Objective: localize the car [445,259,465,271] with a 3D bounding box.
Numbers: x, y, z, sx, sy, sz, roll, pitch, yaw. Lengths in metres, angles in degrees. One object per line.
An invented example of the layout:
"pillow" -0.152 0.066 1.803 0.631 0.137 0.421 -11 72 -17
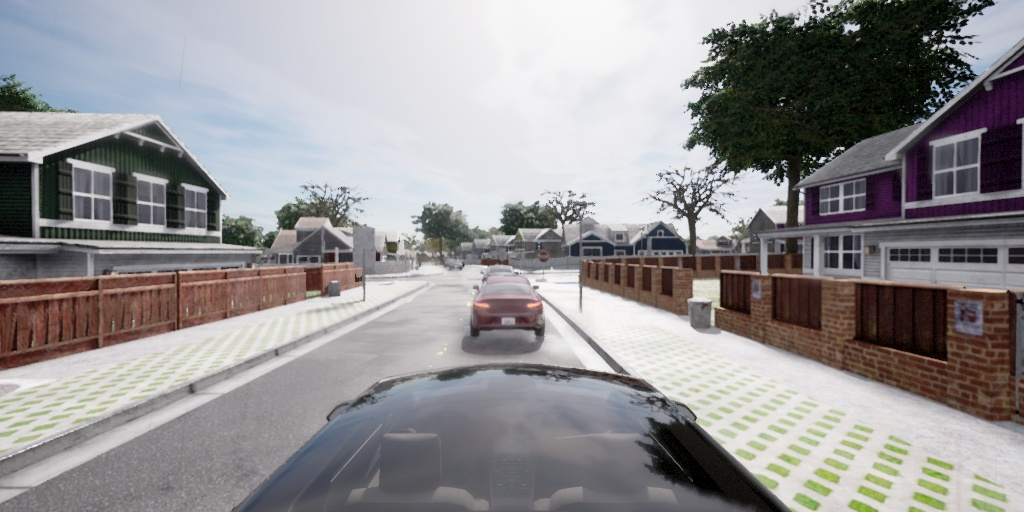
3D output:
"car" -8.050 1.346 51.463 2.128 1.511 4.902 0 0 -12

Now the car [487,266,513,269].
"car" -0.662 1.245 19.353 1.837 1.490 4.892 0 0 -4

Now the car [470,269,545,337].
"car" -0.153 1.268 10.191 1.812 1.442 4.674 0 0 -2
